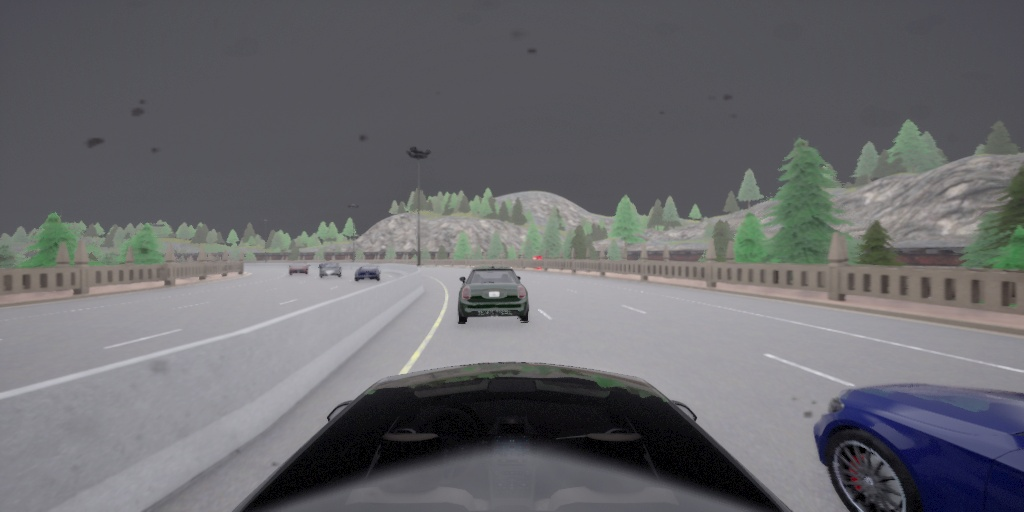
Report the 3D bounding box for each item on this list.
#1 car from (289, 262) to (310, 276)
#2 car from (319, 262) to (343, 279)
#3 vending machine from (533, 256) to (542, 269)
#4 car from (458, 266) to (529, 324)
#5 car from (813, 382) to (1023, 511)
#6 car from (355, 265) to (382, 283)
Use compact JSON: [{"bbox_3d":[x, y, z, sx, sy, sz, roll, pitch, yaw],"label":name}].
[{"bbox_3d":[-24.553,1.463,41.432,1.882,1.535,5.008,0,0,-29],"label":"car"},{"bbox_3d":[-17.646,1.396,35.112,2.128,1.511,4.902,0,0,-23],"label":"car"},{"bbox_3d":[3.602,0.971,50.301,1.100,2.100,0.880,0,0,-26],"label":"vending machine"},{"bbox_3d":[-0.717,1.108,12.287,2.097,1.767,4.553,0,0,-6],"label":"car"},{"bbox_3d":[3.463,1.261,1.060,1.812,1.442,4.674,0,0,0],"label":"car"},{"bbox_3d":[-11.819,1.449,29.630,1.895,1.301,4.718,0,0,-19],"label":"car"}]
